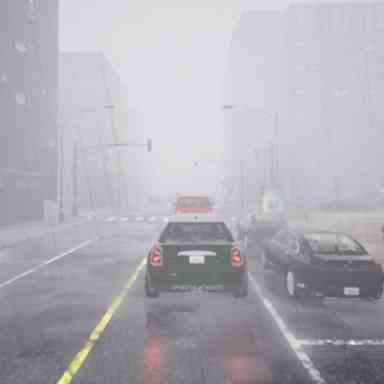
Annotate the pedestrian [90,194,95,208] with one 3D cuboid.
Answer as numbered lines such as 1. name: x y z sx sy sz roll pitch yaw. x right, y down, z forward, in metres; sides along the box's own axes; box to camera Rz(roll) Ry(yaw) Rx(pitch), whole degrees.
1. pedestrian: -12.531 1.135 41.799 0.375 1.860 0.375 0 0 0

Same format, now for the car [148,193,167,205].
1. car: -5.678 1.070 51.875 2.192 1.841 5.009 1 0 0

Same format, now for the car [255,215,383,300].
1. car: 2.830 1.511 8.074 2.008 1.369 4.403 1 0 0

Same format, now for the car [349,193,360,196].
1. car: 19.289 1.031 38.616 5.009 1.841 2.192 0 0 0

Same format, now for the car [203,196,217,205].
1. car: 2.698 1.321 51.836 1.947 1.339 4.313 1 0 0

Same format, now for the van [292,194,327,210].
1. van: 13.762 1.100 38.656 3.998 1.788 1.690 0 0 0

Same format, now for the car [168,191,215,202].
1. car: 0.087 1.135 18.040 2.150 2.045 5.566 0 0 0

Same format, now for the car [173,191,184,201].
1. car: -3.003 0.876 74.336 2.150 2.045 5.566 0 0 0

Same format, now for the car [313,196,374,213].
1. car: 13.702 1.259 30.275 4.206 1.307 1.802 0 0 0

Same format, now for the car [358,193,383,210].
1. car: 21.106 1.181 36.019 4.892 1.490 1.837 -1 -1 0

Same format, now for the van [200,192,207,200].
1. van: 2.700 0.968 79.692 1.690 1.788 3.998 1 0 0

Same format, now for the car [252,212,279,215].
1. car: 2.830 1.485 13.644 2.008 1.369 4.403 1 0 0

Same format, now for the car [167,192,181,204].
1. car: -3.052 0.946 58.671 2.150 2.045 5.566 0 0 0

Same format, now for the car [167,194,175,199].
1. car: -5.684 1.141 90.873 1.947 1.339 4.313 1 0 0

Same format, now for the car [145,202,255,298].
1. car: 0.100 1.312 8.569 2.097 1.767 4.553 0 0 0

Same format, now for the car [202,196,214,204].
1. car: 2.698 1.311 57.407 1.802 1.307 4.206 1 0 0

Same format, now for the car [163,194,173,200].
1. car: -5.683 1.192 79.731 1.947 1.339 4.313 1 0 0
